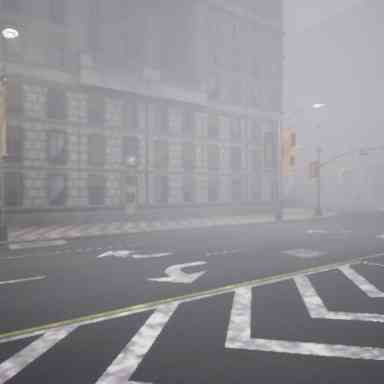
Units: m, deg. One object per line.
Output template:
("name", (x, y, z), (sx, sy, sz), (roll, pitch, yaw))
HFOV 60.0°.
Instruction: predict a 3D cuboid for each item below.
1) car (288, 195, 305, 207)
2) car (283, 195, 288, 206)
("car", (14.472, 1.216, 49.547), (2.097, 1.767, 4.553), (0, 0, -34))
("car", (10.788, 1.098, 48.709), (2.150, 2.045, 5.566), (0, 0, -35))
